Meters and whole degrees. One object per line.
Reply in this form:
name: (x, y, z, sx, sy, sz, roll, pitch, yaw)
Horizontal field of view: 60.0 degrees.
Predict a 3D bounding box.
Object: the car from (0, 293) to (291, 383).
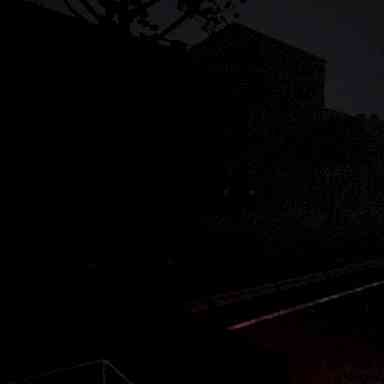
car: (-1.545, 1.600, 2.276, 4.718, 1.301, 1.895, 1, 0, -35)
